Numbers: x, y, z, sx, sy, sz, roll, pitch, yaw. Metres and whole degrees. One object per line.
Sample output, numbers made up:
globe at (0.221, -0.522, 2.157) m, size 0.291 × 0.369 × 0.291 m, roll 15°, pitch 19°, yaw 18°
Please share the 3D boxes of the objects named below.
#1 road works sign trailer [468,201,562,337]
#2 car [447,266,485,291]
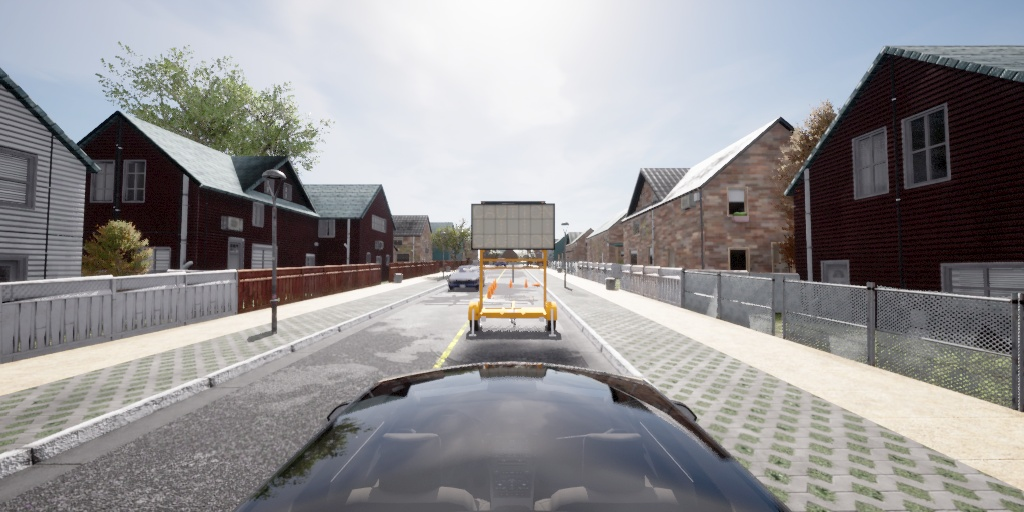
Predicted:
road works sign trailer at (0.033, 0.226, 10.369) m, size 2.380 × 3.560 × 2.880 m, roll 0°, pitch 0°, yaw 1°
car at (-2.762, 1.348, 22.831) m, size 2.033 × 1.411 × 5.357 m, roll 0°, pitch 0°, yaw 0°
